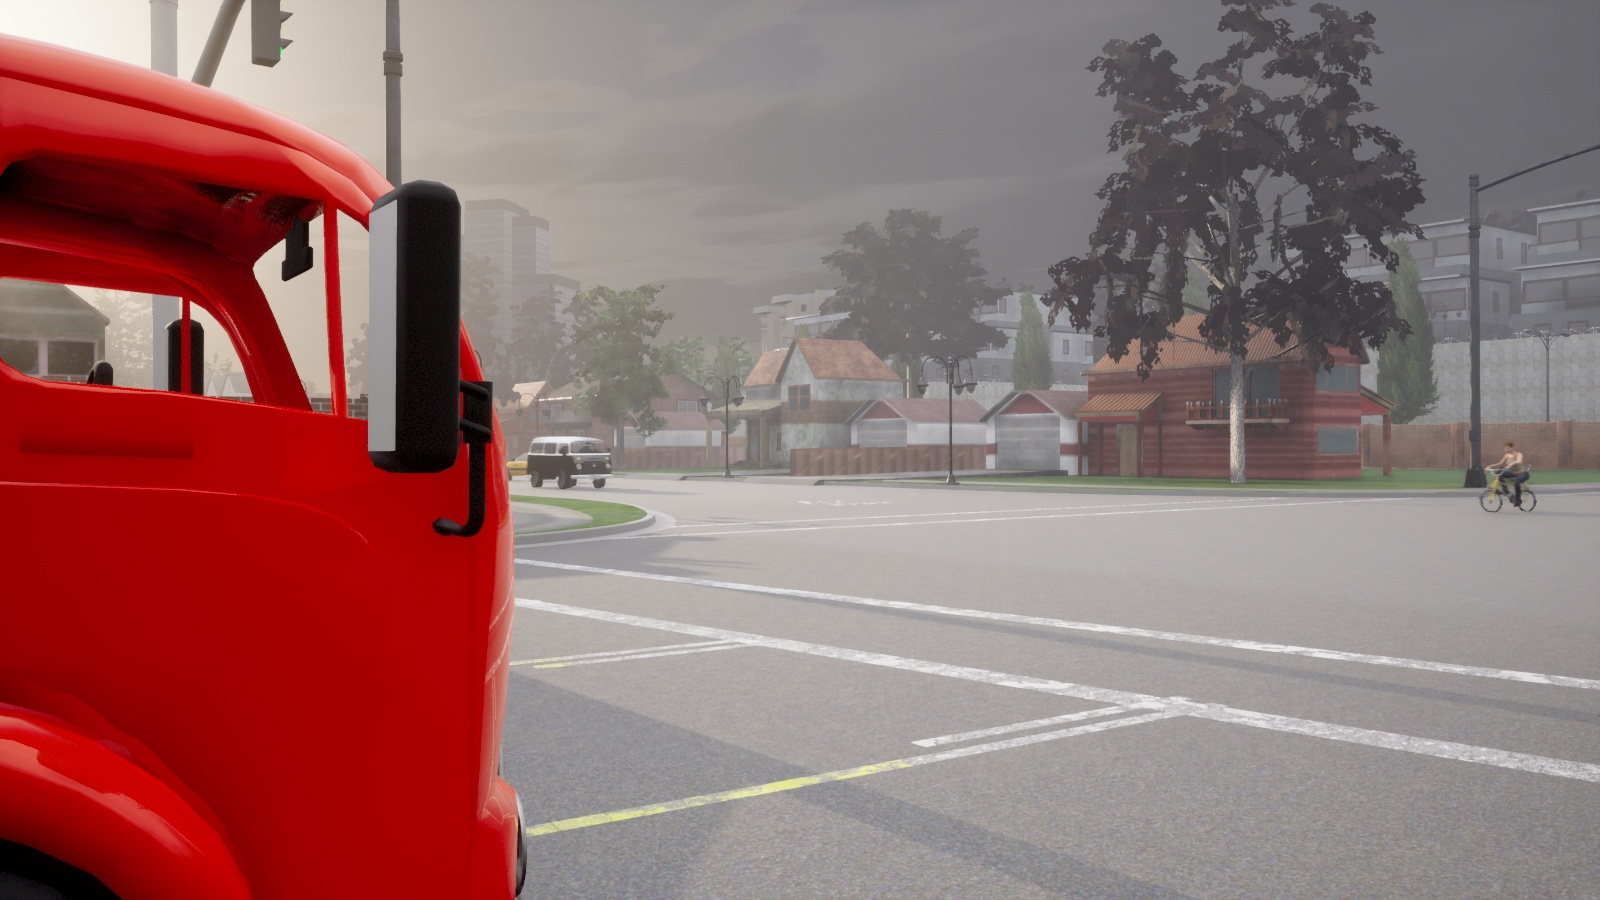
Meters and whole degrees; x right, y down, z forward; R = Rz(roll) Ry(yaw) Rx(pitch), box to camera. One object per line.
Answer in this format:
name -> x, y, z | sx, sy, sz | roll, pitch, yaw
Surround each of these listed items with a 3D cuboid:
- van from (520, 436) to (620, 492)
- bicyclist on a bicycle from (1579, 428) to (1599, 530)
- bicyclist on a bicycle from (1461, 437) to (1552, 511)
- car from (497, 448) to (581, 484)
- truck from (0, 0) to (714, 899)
van -> -8.996, 0.517, 48.914 | 2.069, 2.038, 4.480 | -1, 0, -36
bicyclist on a bicycle -> 14.690, 0.498, 22.411 | 1.843, 1.776, 0.659 | 0, 0, -35
bicyclist on a bicycle -> 15.760, 0.538, 28.024 | 1.509, 1.612, 0.866 | -1, -3, -15
car -> -12.416, 0.733, 59.458 | 1.801, 1.575, 5.366 | -1, 0, -36
truck -> -3.027, 0.263, 1.582 | 5.204, 2.467, 2.627 | 0, 0, -34
